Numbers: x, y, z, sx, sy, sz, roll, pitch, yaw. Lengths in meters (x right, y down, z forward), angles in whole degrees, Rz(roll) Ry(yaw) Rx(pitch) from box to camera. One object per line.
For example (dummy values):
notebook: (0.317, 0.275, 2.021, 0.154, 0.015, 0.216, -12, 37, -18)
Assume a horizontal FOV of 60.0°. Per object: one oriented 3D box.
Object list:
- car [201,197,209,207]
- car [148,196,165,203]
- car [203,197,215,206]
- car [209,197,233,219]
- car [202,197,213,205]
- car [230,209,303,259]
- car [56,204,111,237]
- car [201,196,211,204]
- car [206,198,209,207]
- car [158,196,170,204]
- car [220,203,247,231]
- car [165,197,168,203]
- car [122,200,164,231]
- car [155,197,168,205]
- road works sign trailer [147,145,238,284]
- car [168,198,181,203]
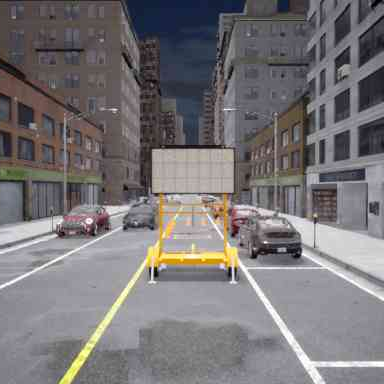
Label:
car: (2.833, 1.585, 50.971, 1.947, 1.339, 4.313, -1, 0, 0)
car: (-5.693, 1.459, 50.984, 1.967, 1.590, 4.097, -1, 0, 0)
car: (2.842, 1.568, 56.476, 1.887, 1.381, 4.507, -1, 0, 0)
car: (2.797, 1.445, 28.950, 1.967, 1.590, 4.097, -1, 0, 0)
car: (2.851, 1.573, 61.981, 1.887, 1.381, 4.507, -1, 0, 0)
car: (2.772, 1.550, 12.434, 2.008, 1.369, 4.403, -1, 0, 0)
car: (-5.745, 1.441, 17.954, 1.967, 1.590, 4.097, -1, 0, 0)
car: (2.859, 1.578, 67.486, 1.887, 1.381, 4.507, -1, 0, 0)
car: (2.807, 1.552, 34.455, 1.887, 1.381, 4.507, -1, 0, 0)
car: (-5.666, 1.578, 67.500, 1.887, 1.381, 4.507, -1, 0, 0)
car: (2.781, 1.546, 17.940, 1.887, 1.381, 4.507, -1, 0, 0)
car: (-5.683, 1.589, 56.490, 1.947, 1.339, 4.313, -1, 0, 0)
car: (-3.067, 1.507, 20.749, 1.837, 1.490, 4.892, 0, 0, 0)
car: (-5.674, 1.579, 61.995, 2.008, 1.369, 4.403, -1, 0, 0)
road works sign trailer: (0.028, 0.464, 9.577, 2.380, 3.560, 2.880, 0, 0, 0)
car: (-2.910, 1.625, 57.619, 1.895, 1.301, 4.718, 0, 0, 0)
